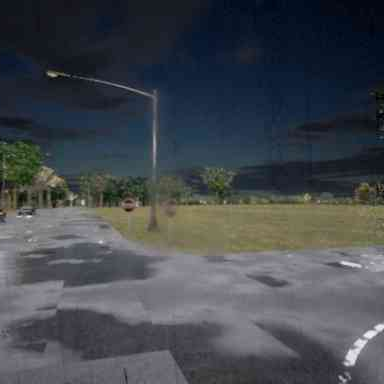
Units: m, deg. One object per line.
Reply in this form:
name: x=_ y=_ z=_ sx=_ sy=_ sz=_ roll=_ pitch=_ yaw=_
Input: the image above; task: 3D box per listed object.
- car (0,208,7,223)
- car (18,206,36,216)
car: x=-18.175 y=2.175 z=30.153 sx=1.837 sy=1.490 sz=4.892 roll=1 pitch=-2 yaw=-18
car: x=-24.133 y=2.717 z=48.888 sx=2.033 sy=1.411 sz=5.357 roll=1 pitch=-2 yaw=-17
